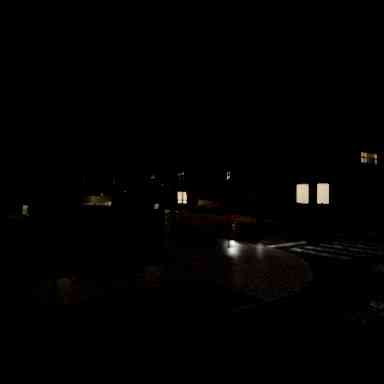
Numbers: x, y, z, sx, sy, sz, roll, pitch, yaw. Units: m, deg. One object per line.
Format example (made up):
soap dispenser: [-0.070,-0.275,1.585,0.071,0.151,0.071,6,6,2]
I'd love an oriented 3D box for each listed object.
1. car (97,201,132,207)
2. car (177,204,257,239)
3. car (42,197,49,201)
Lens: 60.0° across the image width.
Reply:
car: [-6.079,1.415,26.844,2.033,1.411,5.357,1,0,-37]
car: [1.167,1.404,17.285,1.882,1.535,5.008,1,0,-36]
car: [-18.640,1.339,43.462,1.994,1.385,4.181,1,0,-37]
